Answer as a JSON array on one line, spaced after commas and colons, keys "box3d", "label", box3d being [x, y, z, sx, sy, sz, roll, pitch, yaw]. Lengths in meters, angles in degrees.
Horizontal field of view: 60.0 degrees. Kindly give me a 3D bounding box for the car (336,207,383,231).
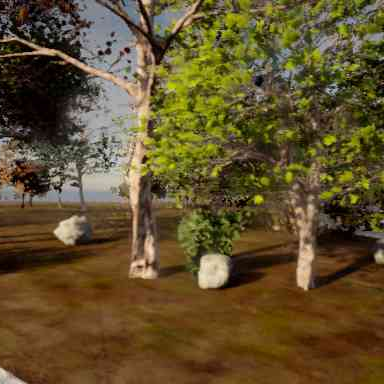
[{"box3d": [10.646, 1.520, 20.749, 2.128, 1.511, 4.902, 0, 0, -2], "label": "car"}]
